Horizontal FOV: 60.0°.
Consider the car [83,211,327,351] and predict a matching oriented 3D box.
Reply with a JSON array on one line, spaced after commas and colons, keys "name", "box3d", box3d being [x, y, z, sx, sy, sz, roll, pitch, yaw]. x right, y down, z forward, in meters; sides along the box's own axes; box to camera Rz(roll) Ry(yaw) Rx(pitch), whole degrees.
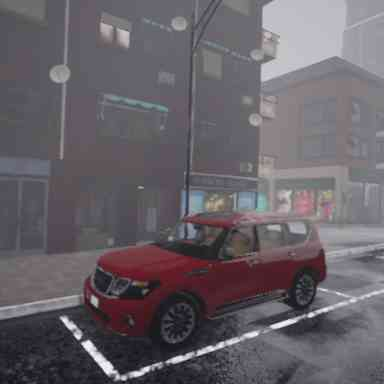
[{"name": "car", "box3d": [0.584, 1.354, 6.481, 5.009, 1.841, 2.192, 1, 1, -35]}]
